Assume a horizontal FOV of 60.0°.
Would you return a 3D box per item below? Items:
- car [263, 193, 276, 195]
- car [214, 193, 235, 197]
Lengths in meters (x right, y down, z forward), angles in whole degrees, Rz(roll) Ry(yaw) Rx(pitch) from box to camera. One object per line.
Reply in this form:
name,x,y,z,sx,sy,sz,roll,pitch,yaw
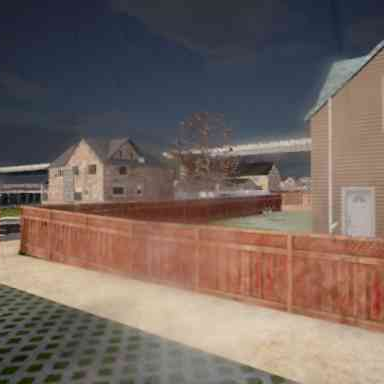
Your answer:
car,10.283,0.835,43.175,1.812,1.442,4.674,0,1,37
car,3.634,0.941,39.079,1.837,1.490,4.892,0,1,37
